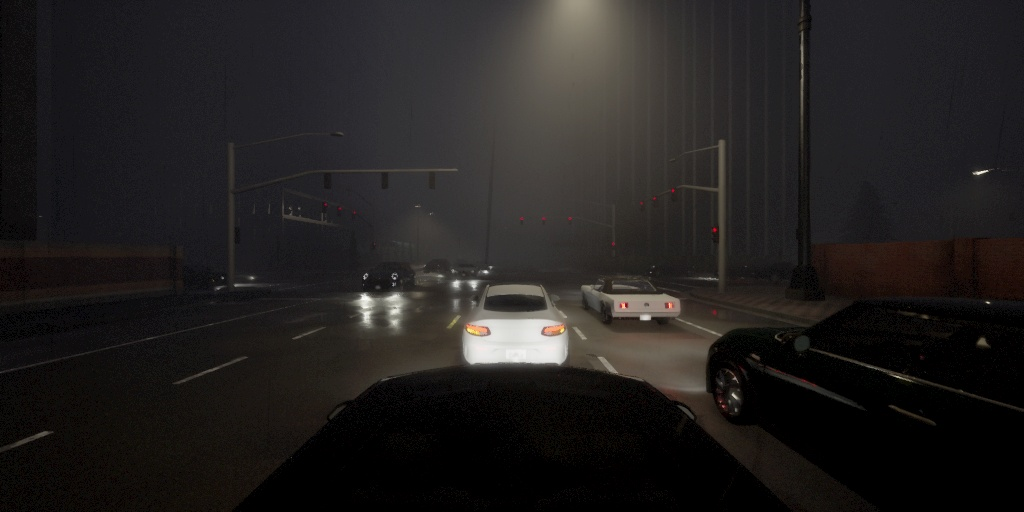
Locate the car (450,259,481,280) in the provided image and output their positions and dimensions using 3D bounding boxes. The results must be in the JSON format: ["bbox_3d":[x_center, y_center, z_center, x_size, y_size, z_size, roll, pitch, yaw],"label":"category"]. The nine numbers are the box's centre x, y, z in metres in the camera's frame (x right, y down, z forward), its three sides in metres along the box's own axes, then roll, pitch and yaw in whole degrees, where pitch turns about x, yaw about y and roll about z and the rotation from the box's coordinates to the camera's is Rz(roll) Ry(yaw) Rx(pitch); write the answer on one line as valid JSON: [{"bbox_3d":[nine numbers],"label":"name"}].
[{"bbox_3d":[-4.004,1.275,31.580,1.812,1.442,4.674,0,0,-2],"label":"car"}]

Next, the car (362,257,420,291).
[{"bbox_3d":[-7.267,1.102,21.550,2.097,1.767,4.553,0,0,-1],"label":"car"}]

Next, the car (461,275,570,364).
[{"bbox_3d":[0.059,1.276,7.566,1.812,1.442,4.674,0,0,0],"label":"car"}]

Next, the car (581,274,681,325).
[{"bbox_3d":[3.563,1.351,11.783,1.895,1.301,4.718,0,0,0],"label":"car"}]

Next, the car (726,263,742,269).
[{"bbox_3d":[20.189,1.313,31.681,4.181,1.385,1.994,0,0,-1],"label":"car"}]

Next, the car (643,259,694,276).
[{"bbox_3d":[15.338,1.101,35.136,4.553,1.767,2.097,0,0,0],"label":"car"}]

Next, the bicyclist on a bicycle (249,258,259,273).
[{"bbox_3d":[-28.409,1.050,39.501,0.582,1.620,1.656,0,0,-1],"label":"bicyclist on a bicycle"}]

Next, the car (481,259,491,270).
[{"bbox_3d":[-4.441,1.350,51.876,1.895,1.301,4.718,0,0,-1],"label":"car"}]

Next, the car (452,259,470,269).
[{"bbox_3d":[-8.007,1.241,56.492,2.128,1.511,4.902,0,0,-1],"label":"car"}]

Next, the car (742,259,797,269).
[{"bbox_3d":[21.306,1.227,28.010,5.008,1.535,1.882,0,0,0],"label":"car"}]

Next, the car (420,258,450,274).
[{"bbox_3d":[-8.428,1.101,40.845,2.097,1.767,4.553,0,0,8],"label":"car"}]

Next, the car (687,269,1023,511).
[{"bbox_3d":[3.599,1.102,2.881,2.097,1.767,4.553,0,0,0],"label":"car"}]

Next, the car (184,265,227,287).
[{"bbox_3d":[-21.418,1.314,24.081,4.181,1.385,1.994,0,0,0],"label":"car"}]
